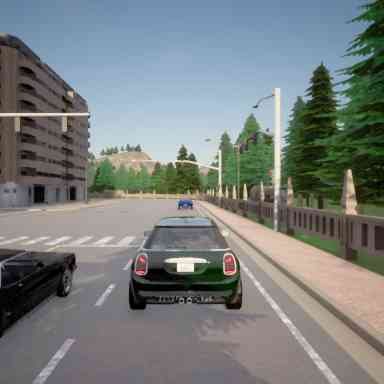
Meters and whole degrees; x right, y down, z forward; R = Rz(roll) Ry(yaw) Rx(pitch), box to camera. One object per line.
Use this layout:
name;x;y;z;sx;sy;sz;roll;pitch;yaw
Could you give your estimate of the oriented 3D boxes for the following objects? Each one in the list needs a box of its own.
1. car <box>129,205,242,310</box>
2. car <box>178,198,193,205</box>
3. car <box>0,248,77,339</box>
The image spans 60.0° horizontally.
car;-0.130;1.352;7.990;2.097;1.767;4.553;0;0;0
car;-0.876;1.477;44.215;1.882;1.535;5.008;0;0;-1
car;-3.545;1.601;5.618;1.895;1.301;4.718;0;0;-1
